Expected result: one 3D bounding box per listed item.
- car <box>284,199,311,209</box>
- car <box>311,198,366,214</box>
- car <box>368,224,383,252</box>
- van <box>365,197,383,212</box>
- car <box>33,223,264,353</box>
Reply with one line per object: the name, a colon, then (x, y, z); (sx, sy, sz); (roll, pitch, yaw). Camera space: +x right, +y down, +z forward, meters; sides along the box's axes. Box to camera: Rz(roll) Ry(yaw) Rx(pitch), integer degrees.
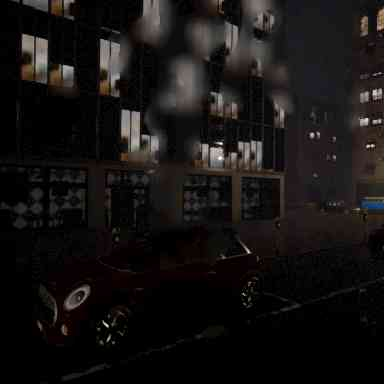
car: (15.739, 1.787, 48.873); (1.752, 1.417, 4.829); (0, -1, -35)
car: (15.282, 1.620, 34.841); (2.008, 1.369, 4.403); (0, -1, -35)
car: (8.440, 1.567, 12.566); (4.313, 1.339, 1.947); (0, 1, -35)
van: (22.168, 1.525, 39.619); (1.690, 1.788, 3.998); (0, -1, -35)
car: (-0.636, 1.441, 6.091); (4.097, 1.590, 1.967); (0, 1, -35)
